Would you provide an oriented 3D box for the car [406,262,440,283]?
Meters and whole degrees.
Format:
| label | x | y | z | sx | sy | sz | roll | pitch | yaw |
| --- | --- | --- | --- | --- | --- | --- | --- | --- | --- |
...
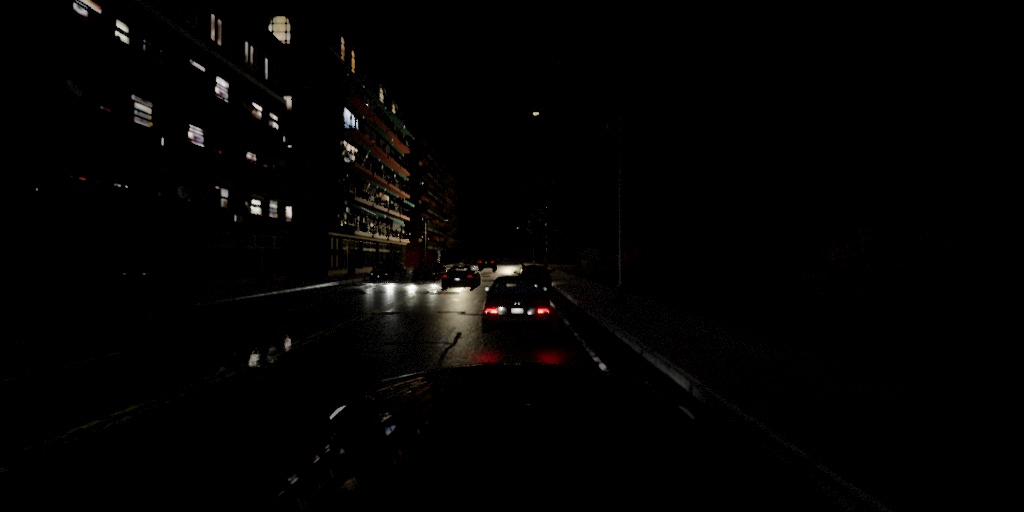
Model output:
| label | x | y | z | sx | sy | sz | roll | pitch | yaw |
| --- | --- | --- | --- | --- | --- | --- | --- | --- | --- |
| car | -6.545 | 1.220 | 28.427 | 1.882 | 1.535 | 5.008 | 0 | 0 | 0 |

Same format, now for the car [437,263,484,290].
| label | x | y | z | sx | sy | sz | roll | pitch | yaw |
| --- | --- | --- | --- | --- | --- | --- | --- | --- | --- |
| car | -3.107 | 1.309 | 22.396 | 1.994 | 1.385 | 4.181 | 0 | 0 | 0 |

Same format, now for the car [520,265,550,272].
| label | x | y | z | sx | sy | sz | roll | pitch | yaw |
| --- | --- | --- | --- | --- | --- | --- | --- | --- | --- |
| car | 1.177 | 1.251 | 20.387 | 1.837 | 1.490 | 4.892 | 0 | 0 | 0 |

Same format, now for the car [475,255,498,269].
| label | x | y | z | sx | sy | sz | roll | pitch | yaw |
| --- | --- | --- | --- | --- | --- | --- | --- | --- | --- |
| car | -3.062 | 0.947 | 45.794 | 2.150 | 2.045 | 5.566 | 0 | -1 | 1 |

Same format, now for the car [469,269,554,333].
| label | x | y | z | sx | sy | sz | roll | pitch | yaw |
| --- | --- | --- | --- | --- | --- | --- | --- | --- | --- |
| car | 0.122 | 1.296 | 10.699 | 2.033 | 1.411 | 5.357 | 0 | 0 | 0 |

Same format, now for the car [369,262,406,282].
| label | x | y | z | sx | sy | sz | roll | pitch | yaw |
| --- | --- | --- | --- | --- | --- | --- | --- | --- | --- |
| car | -9.794 | 1.248 | 28.715 | 1.837 | 1.490 | 4.892 | 0 | 0 | 0 |
